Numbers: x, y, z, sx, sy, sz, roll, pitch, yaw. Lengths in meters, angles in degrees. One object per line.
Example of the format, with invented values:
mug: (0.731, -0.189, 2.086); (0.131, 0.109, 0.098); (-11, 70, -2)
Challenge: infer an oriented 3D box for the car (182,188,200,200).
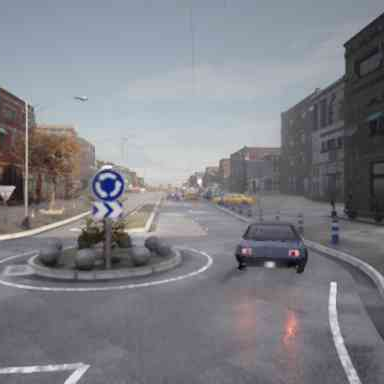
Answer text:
car: (-0.175, 0.561, 54.926); (1.882, 1.535, 5.008); (0, 1, -4)

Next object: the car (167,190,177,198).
car: (-3.983, 0.348, 65.013); (1.882, 1.535, 5.008); (0, 1, -4)

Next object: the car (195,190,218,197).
car: (3.116, 0.291, 72.631); (4.674, 1.452, 2.002); (0, 1, -4)

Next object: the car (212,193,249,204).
car: (5.156, 0.864, 45.155); (4.674, 1.452, 2.002); (0, 1, -4)

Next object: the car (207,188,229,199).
car: (4.917, 0.624, 47.895); (4.553, 1.767, 2.185); (0, 1, -4)

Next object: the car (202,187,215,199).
car: (4.775, 0.429, 50.643); (5.566, 2.045, 2.435); (0, 1, -4)

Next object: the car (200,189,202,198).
car: (4.332, 0.551, 56.142); (5.008, 1.535, 2.097); (0, 1, -4)

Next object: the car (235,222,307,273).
car: (2.579, 1.616, 10.886); (1.895, 1.301, 4.718); (0, 0, 14)

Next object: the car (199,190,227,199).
car: (3.936, 0.437, 61.639); (4.892, 1.521, 2.231); (0, 1, -4)

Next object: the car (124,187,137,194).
car: (-19.063, -0.293, 92.982); (5.566, 2.045, 2.435); (0, 1, -4)

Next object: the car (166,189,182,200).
car: (-3.181, 0.425, 54.924); (2.097, 1.767, 4.553); (0, 1, -4)

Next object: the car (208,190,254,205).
car: (5.171, 0.898, 42.391); (5.366, 1.575, 1.946); (0, 2, -4)

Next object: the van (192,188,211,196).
van: (2.385, -0.078, 80.866); (4.442, 1.987, 1.878); (0, 1, -4)
